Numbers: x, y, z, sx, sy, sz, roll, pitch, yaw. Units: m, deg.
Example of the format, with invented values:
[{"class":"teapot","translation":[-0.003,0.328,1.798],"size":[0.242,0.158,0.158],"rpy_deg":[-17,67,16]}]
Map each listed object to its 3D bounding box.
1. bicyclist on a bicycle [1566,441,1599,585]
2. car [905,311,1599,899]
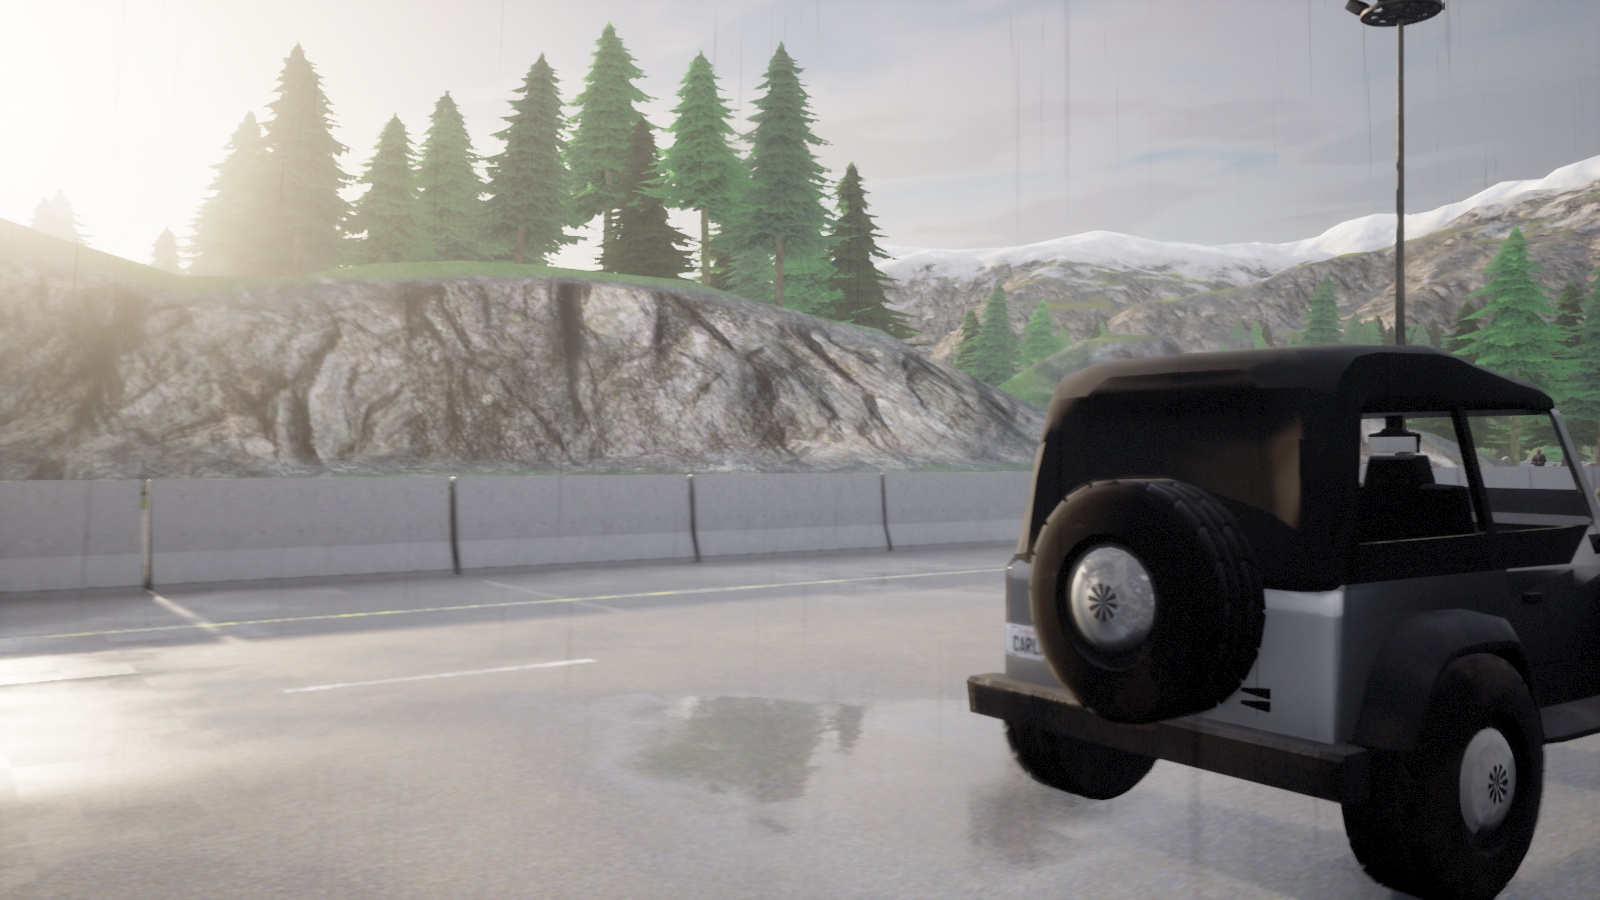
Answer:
[{"class":"bicyclist on a bicycle","translation":[9.629,0.713,14.626],"size":[1.656,1.620,0.582],"rpy_deg":[0,0,-35]},{"class":"car","translation":[2.560,0.548,5.439],"size":[3.866,1.878,1.905],"rpy_deg":[0,0,-35]}]
